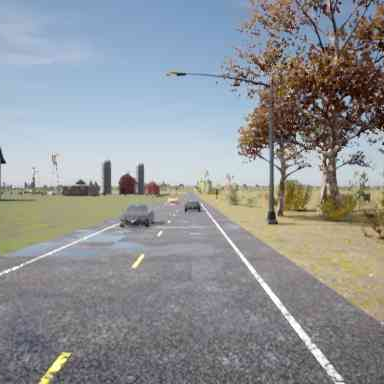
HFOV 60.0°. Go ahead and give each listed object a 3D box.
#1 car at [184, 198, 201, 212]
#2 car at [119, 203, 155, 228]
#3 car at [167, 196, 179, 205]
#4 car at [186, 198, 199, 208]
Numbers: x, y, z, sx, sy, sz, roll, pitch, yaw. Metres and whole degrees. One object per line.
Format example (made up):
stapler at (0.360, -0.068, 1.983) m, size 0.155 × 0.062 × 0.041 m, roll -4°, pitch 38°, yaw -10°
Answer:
car at (0.089, 1.550, 39.848) m, size 2.128 × 1.511 × 4.902 m, roll 0°, pitch 0°, yaw 0°
car at (-3.602, 1.540, 22.560) m, size 1.837 × 1.490 × 4.892 m, roll 0°, pitch 0°, yaw 0°
car at (-3.566, 1.564, 63.002) m, size 1.882 × 1.535 × 5.008 m, roll 0°, pitch 0°, yaw 0°
car at (0.075, 1.598, 50.249) m, size 1.812 × 1.442 × 4.674 m, roll 0°, pitch 0°, yaw -1°
